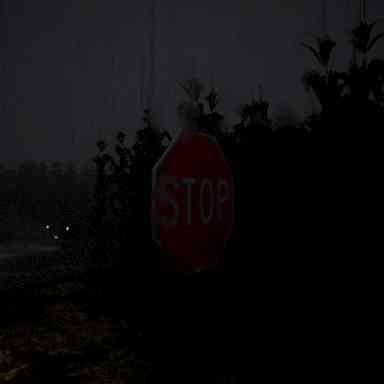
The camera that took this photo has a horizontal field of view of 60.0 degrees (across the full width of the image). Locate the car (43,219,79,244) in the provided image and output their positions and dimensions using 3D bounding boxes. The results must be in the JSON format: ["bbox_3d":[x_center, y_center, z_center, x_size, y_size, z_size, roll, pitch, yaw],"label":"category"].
[{"bbox_3d":[-4.529,1.608,15.945,1.895,1.301,4.718,0,0,35],"label":"car"}]
